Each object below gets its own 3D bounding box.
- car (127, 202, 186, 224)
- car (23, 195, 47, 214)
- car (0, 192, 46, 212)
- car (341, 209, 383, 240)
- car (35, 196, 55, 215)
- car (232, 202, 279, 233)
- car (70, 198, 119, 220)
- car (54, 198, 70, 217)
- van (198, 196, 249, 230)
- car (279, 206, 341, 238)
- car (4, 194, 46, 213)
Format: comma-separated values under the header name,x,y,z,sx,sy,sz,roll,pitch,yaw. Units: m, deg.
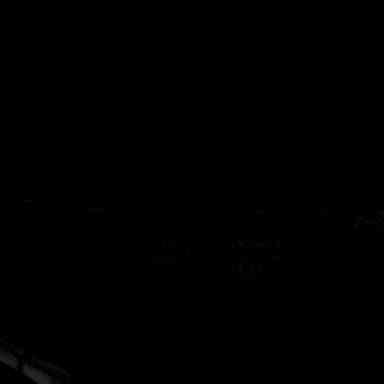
name,x,y,z,sx,sy,sz,roll,pitch,yaw
car,-2.318,1.455,24.319,2.163,1.488,4.792,0,0,35
car,-13.606,1.339,32.392,2.097,1.535,5.008,0,0,35
car,-18.148,1.053,35.581,2.435,2.045,5.566,0,0,35
car,9.006,1.554,16.296,2.002,1.452,4.674,0,0,35
car,-11.343,1.358,30.783,2.231,1.521,4.892,0,0,35
car,4.481,1.518,19.514,2.002,1.452,4.674,0,0,35
car,-6.932,1.388,27.409,1.946,1.575,5.366,0,0,35
car,-9.069,1.403,29.193,2.163,1.488,4.792,0,0,35
van,2.290,1.234,21.219,1.878,1.987,4.442,0,0,35
car,6.743,1.495,17.902,2.097,1.535,5.008,0,0,35
car,-15.868,1.322,34.001,2.097,1.535,5.008,0,0,35
